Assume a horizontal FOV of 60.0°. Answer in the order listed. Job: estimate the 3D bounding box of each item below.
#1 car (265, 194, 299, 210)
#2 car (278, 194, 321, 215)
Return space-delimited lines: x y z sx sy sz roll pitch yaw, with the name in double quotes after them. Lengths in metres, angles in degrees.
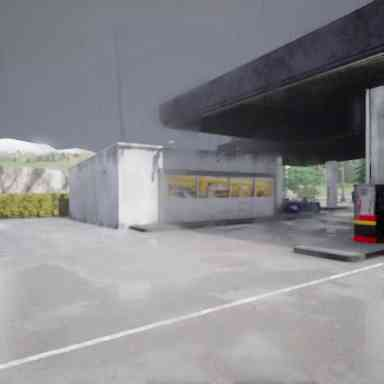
10.719 1.143 39.582 3.866 1.878 1.905 0 0 -36 "car"
10.504 1.333 32.454 4.611 1.667 2.242 0 0 -36 "car"
